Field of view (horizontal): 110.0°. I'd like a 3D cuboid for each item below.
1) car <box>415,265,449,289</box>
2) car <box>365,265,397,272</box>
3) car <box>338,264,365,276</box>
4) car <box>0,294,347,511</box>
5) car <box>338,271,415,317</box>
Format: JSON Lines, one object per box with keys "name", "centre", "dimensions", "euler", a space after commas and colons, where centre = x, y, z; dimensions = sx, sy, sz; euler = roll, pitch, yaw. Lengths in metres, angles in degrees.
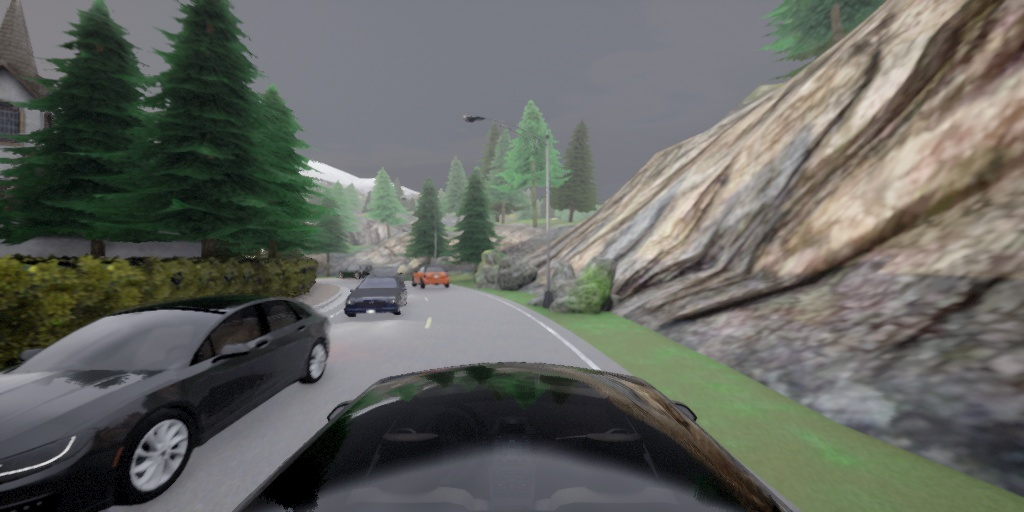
{"name": "car", "centre": [-6.408, 1.515, 27.911], "dimensions": [2.097, 1.767, 4.553], "euler": [0, -1, -26]}
{"name": "car", "centre": [-8.346, 1.462, 23.550], "dimensions": [2.097, 1.767, 4.553], "euler": [0, -1, -22]}
{"name": "car", "centre": [-17.203, 1.742, 39.735], "dimensions": [4.553, 1.767, 2.097], "euler": [-1, -1, 34]}
{"name": "car", "centre": [-3.974, 1.315, 4.442], "dimensions": [1.837, 1.490, 4.892], "euler": [0, 0, -4]}
{"name": "car", "centre": [-5.281, 1.511, 14.599], "dimensions": [2.033, 1.411, 5.357], "euler": [0, -1, -12]}
